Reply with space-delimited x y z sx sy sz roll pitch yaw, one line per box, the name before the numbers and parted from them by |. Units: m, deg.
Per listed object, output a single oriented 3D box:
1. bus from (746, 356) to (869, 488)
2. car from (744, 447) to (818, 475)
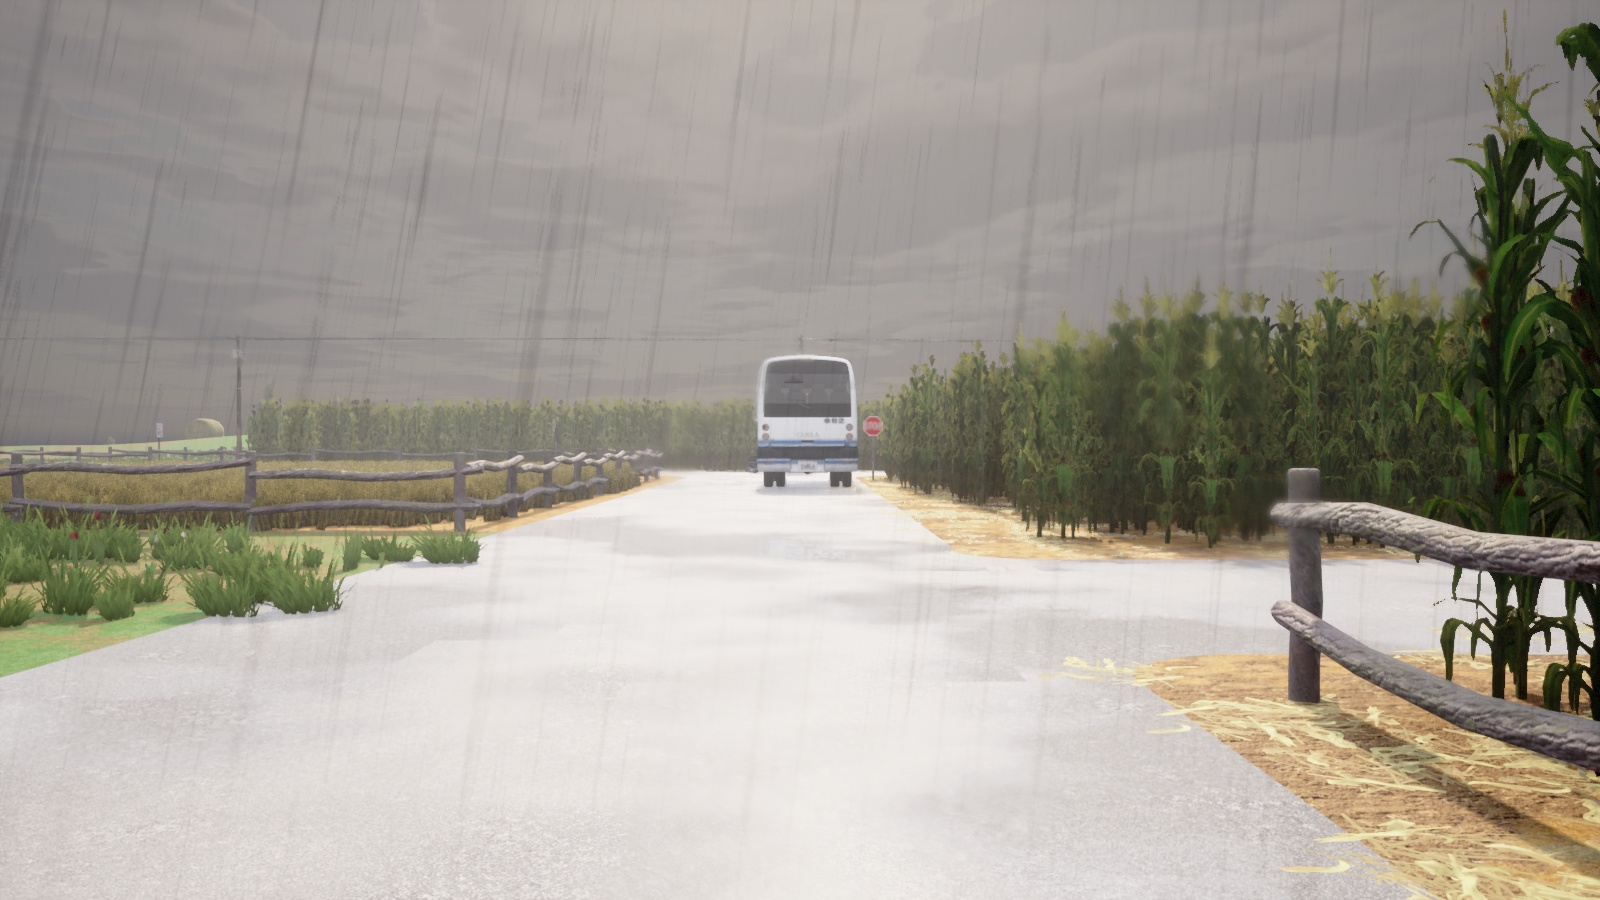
bus | 0.276 -0.886 45.396 3.944 4.253 10.273 0 0 0
car | -0.977 0.506 60.227 1.895 1.301 4.718 0 0 -23
